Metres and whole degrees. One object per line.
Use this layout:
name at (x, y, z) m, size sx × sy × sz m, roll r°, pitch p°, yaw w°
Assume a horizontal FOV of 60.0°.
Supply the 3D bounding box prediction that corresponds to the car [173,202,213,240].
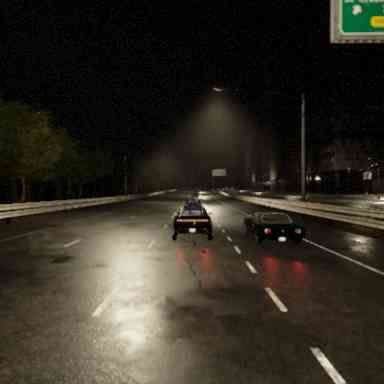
car at (0.027, 1.478, 17.074) m, size 2.128 × 1.511 × 4.902 m, roll 0°, pitch 0°, yaw 0°

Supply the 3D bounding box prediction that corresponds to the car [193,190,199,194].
car at (0.844, 0.986, 90.414) m, size 1.812 × 1.442 × 4.674 m, roll 0°, pitch 1°, yaw 1°

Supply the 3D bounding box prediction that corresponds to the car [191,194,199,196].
car at (0.300, 1.396, 54.421) m, size 1.895 × 1.301 × 4.718 m, roll 0°, pitch 0°, yaw 1°

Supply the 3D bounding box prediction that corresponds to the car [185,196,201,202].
car at (0.134, 1.480, 36.728) m, size 1.994 × 1.385 × 4.181 m, roll 0°, pitch 0°, yaw 0°

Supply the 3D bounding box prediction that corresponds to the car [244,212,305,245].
car at (3.621, 1.592, 15.538) m, size 1.895 × 1.301 × 4.718 m, roll 0°, pitch 0°, yaw 0°
